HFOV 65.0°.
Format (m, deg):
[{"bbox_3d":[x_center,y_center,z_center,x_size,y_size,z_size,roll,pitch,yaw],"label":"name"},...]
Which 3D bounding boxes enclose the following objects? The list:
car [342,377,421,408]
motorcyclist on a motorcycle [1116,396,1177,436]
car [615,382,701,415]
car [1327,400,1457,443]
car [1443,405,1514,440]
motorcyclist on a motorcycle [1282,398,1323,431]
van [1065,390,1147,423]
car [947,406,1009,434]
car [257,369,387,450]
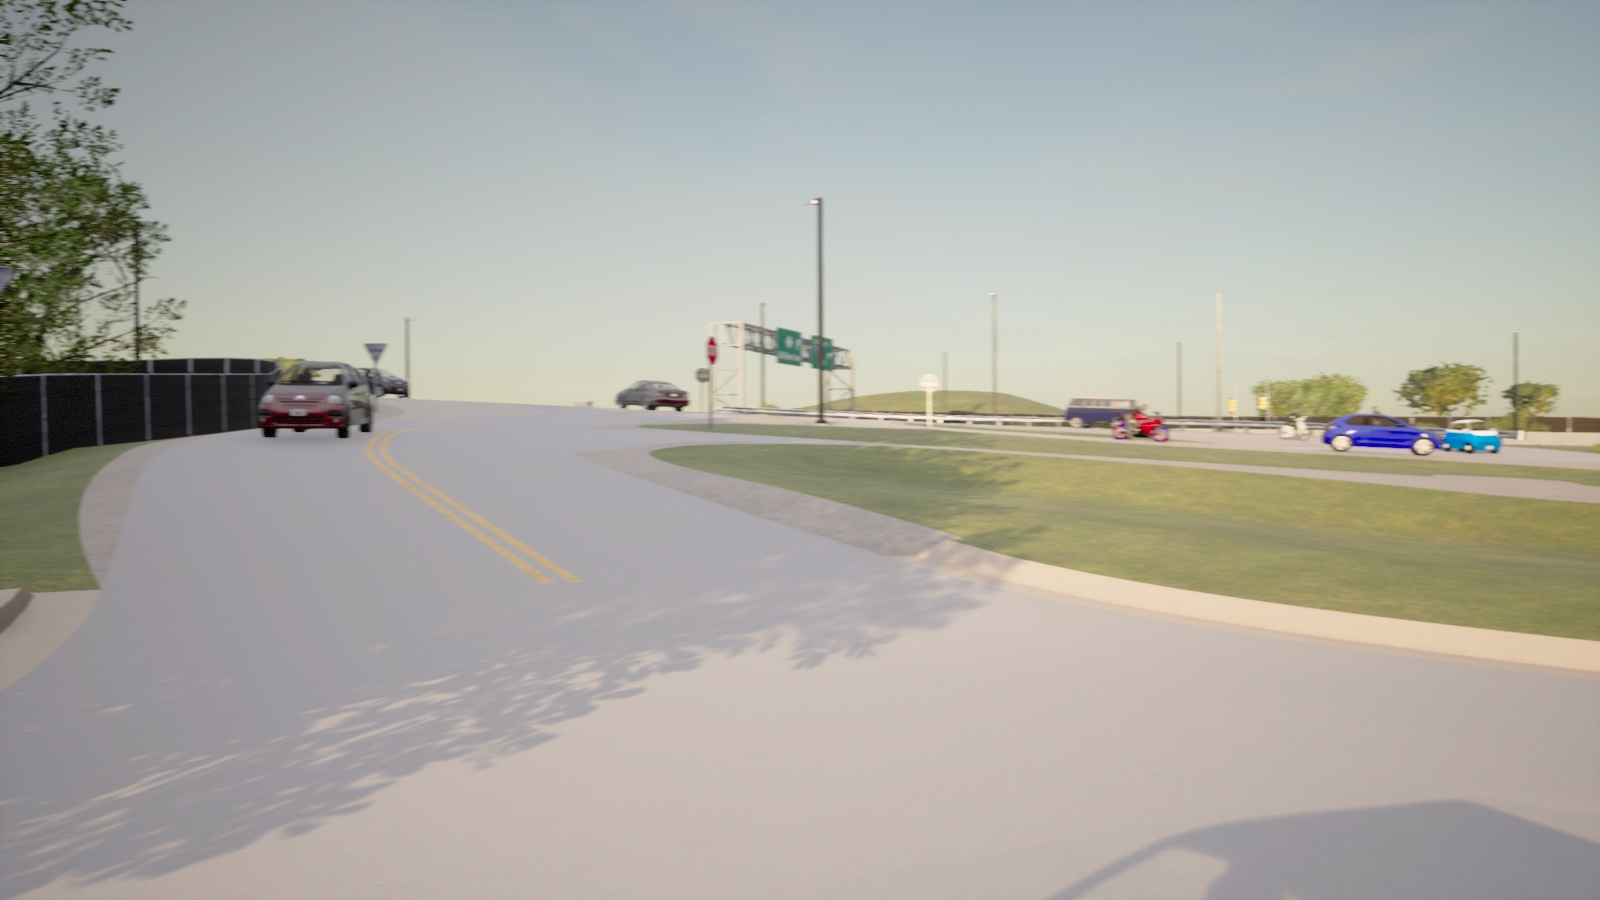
[{"bbox_3d":[-21.062,-2.898,63.242,3.633,1.501,1.845,2,2,31],"label":"car"},{"bbox_3d":[13.776,-1.355,49.902,2.191,1.530,0.866,3,2,22],"label":"motorcyclist on a motorcycle"},{"bbox_3d":[-6.729,-2.408,58.976,2.033,1.411,5.357,1,2,-30],"label":"car"},{"bbox_3d":[21.894,-1.051,46.648,4.193,1.474,1.816,2,2,21],"label":"car"},{"bbox_3d":[28.016,-1.162,51.933,1.481,1.376,2.207,-2,3,-13],"label":"car"},{"bbox_3d":[24.886,-1.786,62.252,0.866,1.590,1.817,-2,4,-21],"label":"motorcyclist on a motorcycle"},{"bbox_3d":[18.620,-2.654,76.497,4.442,1.987,1.775,2,2,34],"label":"van"},{"bbox_3d":[12.212,-2.032,86.285,3.866,1.878,1.905,0,1,22],"label":"car"},{"bbox_3d":[-10.310,-0.941,27.382,1.851,1.617,3.988,-1,3,-9],"label":"car"}]
